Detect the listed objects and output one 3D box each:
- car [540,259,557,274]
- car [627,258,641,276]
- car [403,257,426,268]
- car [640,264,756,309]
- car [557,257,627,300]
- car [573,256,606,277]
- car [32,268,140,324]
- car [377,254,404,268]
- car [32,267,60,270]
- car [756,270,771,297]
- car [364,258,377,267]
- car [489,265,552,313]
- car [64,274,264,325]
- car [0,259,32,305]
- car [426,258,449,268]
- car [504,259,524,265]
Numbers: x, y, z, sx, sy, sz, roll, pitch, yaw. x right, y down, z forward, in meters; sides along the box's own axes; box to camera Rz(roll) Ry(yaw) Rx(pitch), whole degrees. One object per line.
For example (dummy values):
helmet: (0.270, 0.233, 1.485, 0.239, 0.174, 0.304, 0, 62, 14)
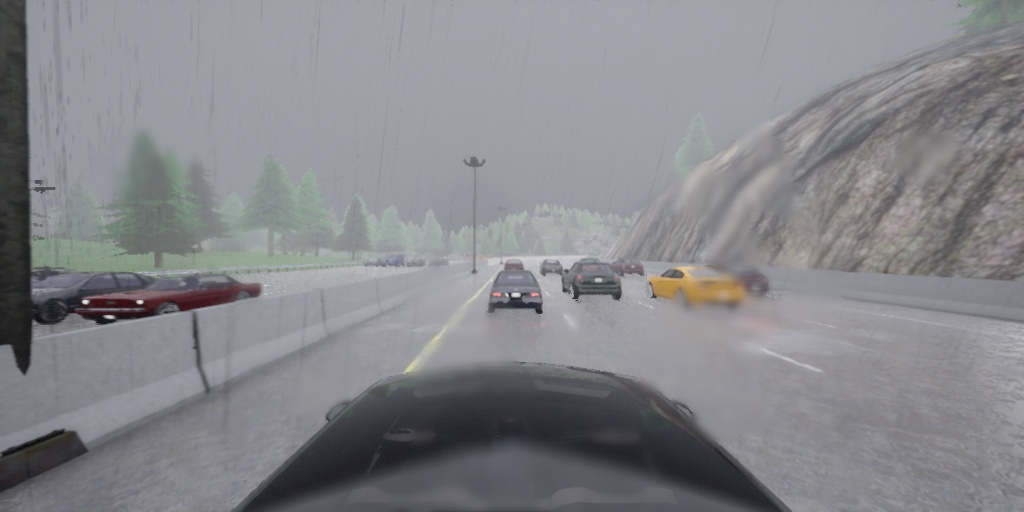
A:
car: (3.674, 1.066, 34.019, 2.128, 1.511, 4.902, 0, 0, 0)
car: (10.673, 0.933, 33.745, 2.097, 1.767, 4.553, 0, 0, 0)
car: (-13.941, 1.062, 52.503, 1.895, 1.301, 4.718, 0, 0, 1)
car: (7.127, 1.162, 14.493, 1.882, 1.535, 5.008, 0, 0, 0)
car: (3.633, 1.020, 17.142, 2.097, 1.767, 4.553, 0, 0, 0)
car: (7.173, 0.931, 33.736, 2.097, 1.767, 4.553, 0, 0, 0)
car: (-14.078, 1.231, 12.000, 2.033, 1.411, 5.357, 0, 0, 0)
car: (-17.434, 0.676, 52.939, 2.150, 2.045, 5.566, 0, 0, 1)
car: (-17.576, 1.169, 12.752, 2.128, 1.511, 4.902, 0, 0, 0)
car: (10.637, 1.172, 18.015, 1.837, 1.490, 4.892, 0, 0, 0)
car: (-20.900, 0.970, 54.753, 1.812, 1.442, 4.674, 0, 0, 1)
car: (0.126, 1.233, 13.565, 2.033, 1.411, 5.357, 0, 0, 0)
car: (-10.580, 1.289, 11.649, 1.895, 1.301, 4.718, 0, 0, 0)
car: (-21.076, 1.027, 12.682, 2.097, 1.767, 4.553, 0, 0, 0)
car: (-10.453, 1.012, 52.247, 2.033, 1.411, 5.357, 0, 0, 1)
car: (0.178, 1.041, 35.568, 1.882, 1.535, 5.008, 0, 0, 0)
